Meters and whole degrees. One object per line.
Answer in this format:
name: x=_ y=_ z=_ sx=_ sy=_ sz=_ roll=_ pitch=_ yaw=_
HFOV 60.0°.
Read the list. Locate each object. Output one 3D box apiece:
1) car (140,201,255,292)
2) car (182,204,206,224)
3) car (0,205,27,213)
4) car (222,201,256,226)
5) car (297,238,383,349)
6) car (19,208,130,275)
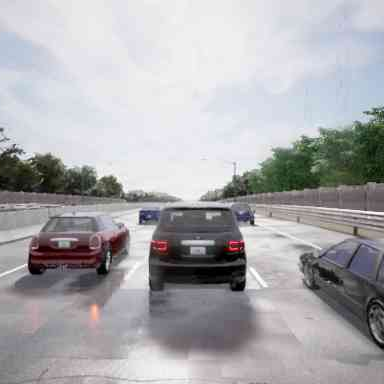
car: x=0.125 y=1.263 z=9.208 sx=2.150 sy=2.045 sz=5.566 roll=0 pitch=0 yaw=0
car: x=0.179 y=1.803 z=28.384 sx=1.882 sy=1.535 sz=5.008 roll=0 pitch=-1 yaw=0
car: x=-14.029 y=1.881 z=26.316 sx=1.895 sy=1.301 sz=4.718 roll=0 pitch=-1 yaw=0
car: x=3.673 y=1.647 z=26.939 sx=2.097 sy=1.767 sz=4.553 roll=0 pitch=-1 yaw=0
car: x=3.612 y=1.568 z=6.156 sx=2.033 sy=1.411 sz=5.357 roll=0 pitch=0 yaw=1
car: x=-3.367 y=1.406 z=10.805 sx=2.097 sy=1.767 sz=4.553 roll=0 pitch=-1 yaw=-1
